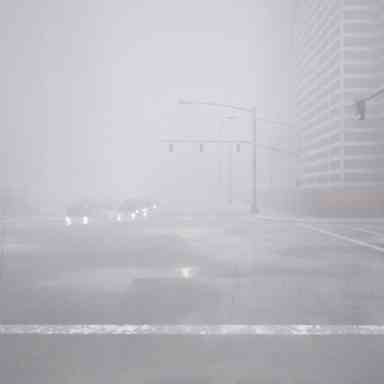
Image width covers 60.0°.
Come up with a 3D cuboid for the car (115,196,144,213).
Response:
[{"bbox_3d":[-7.045,1.502,37.868,1.837,1.490,4.892,0,0,0],"label":"car"}]

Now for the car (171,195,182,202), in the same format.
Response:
[{"bbox_3d":[-3.392,1.350,74.412,2.128,1.511,4.902,0,0,0],"label":"car"}]

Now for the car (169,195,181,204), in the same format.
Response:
[{"bbox_3d":[-3.407,1.488,64.127,2.128,1.511,4.902,0,0,0],"label":"car"}]

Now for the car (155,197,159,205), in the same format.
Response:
[{"bbox_3d":[-6.995,1.597,58.542,1.895,1.301,4.718,0,0,0],"label":"car"}]

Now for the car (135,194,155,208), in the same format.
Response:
[{"bbox_3d":[-7.027,1.489,48.218,2.128,1.511,4.902,0,0,0],"label":"car"}]

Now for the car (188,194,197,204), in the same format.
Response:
[{"bbox_3d":[0.093,1.544,64.122,2.033,1.411,5.357,0,0,0],"label":"car"}]

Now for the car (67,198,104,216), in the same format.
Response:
[{"bbox_3d":[-10.590,1.350,32.752,2.097,1.767,4.553,0,0,1],"label":"car"}]

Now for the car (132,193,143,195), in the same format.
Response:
[{"bbox_3d":[-10.401,1.547,68.724,2.033,1.411,5.357,0,0,0],"label":"car"}]

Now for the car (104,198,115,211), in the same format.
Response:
[{"bbox_3d":[-10.537,1.475,41.884,1.882,1.535,5.008,0,0,0],"label":"car"}]
